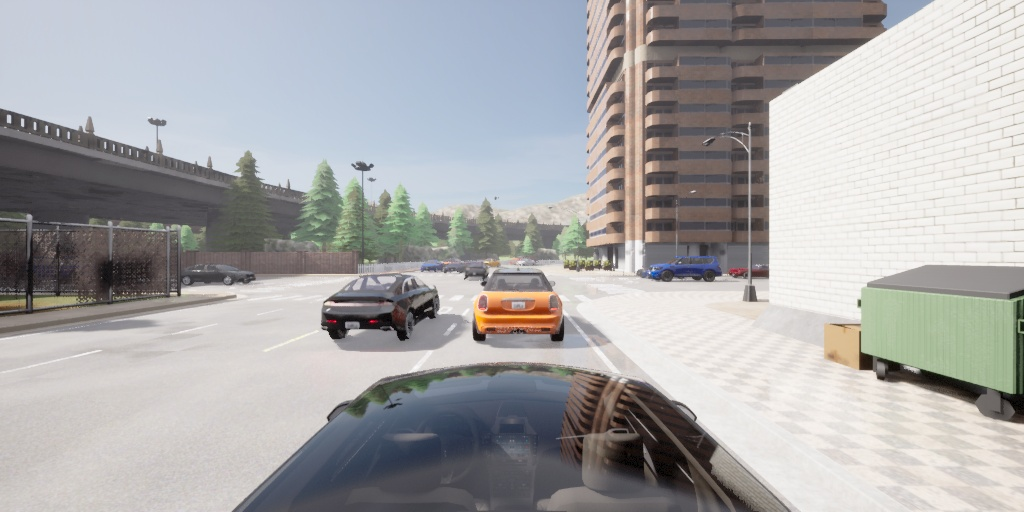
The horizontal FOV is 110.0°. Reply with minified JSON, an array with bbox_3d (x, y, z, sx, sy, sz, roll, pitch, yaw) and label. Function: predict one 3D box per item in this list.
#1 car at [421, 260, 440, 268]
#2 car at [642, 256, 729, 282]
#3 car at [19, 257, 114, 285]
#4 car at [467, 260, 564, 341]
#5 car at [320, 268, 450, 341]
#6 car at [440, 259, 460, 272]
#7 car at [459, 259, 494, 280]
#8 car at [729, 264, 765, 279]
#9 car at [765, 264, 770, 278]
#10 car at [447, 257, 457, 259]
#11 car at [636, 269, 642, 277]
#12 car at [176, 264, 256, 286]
[{"bbox_3d":[-9.937,1.228,44.844,1.882,1.535,5.008,0,0,3],"label":"car"},{"bbox_3d":[13.926,1.028,29.065,5.566,2.045,2.150,0,0,1],"label":"car"},{"bbox_3d":[-31.880,1.027,25.915,5.566,2.045,2.150,0,0,1],"label":"car"},{"bbox_3d":[0.167,1.102,10.004,2.097,1.767,4.553,0,0,1],"label":"car"},{"bbox_3d":[-3.320,1.241,9.941,2.128,1.511,4.902,0,0,1],"label":"car"},{"bbox_3d":[-6.587,1.314,41.659,1.994,1.385,4.181,0,0,2],"label":"car"},{"bbox_3d":[-3.089,1.272,32.182,2.128,1.511,4.902,0,0,1],"label":"car"},{"bbox_3d":[22.288,1.406,32.462,4.718,1.301,1.895,0,0,1],"label":"car"},{"bbox_3d":[23.606,1.331,28.936,4.674,1.442,1.812,0,0,1],"label":"car"},{"bbox_3d":[-9.139,1.102,53.828,2.097,1.767,4.553,0,0,11],"label":"car"},{"bbox_3d":[13.529,1.369,32.586,4.181,1.385,1.994,0,0,-1],"label":"car"},{"bbox_3d":[-21.193,1.310,25.788,4.892,1.490,1.837,0,0,1],"label":"car"}]
